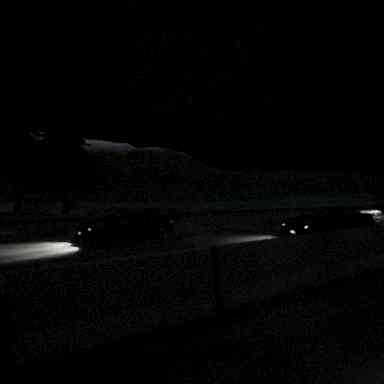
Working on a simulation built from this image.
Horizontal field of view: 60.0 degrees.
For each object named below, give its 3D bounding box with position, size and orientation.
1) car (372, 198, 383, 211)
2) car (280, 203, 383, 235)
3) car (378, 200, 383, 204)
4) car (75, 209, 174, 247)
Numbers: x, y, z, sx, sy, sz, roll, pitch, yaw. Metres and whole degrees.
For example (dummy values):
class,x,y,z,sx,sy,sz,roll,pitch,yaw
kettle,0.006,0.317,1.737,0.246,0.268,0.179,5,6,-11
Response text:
class,x,y,z,sx,sy,sz,roll,pitch,yaw
car,21.902,1.315,36.122,4.181,1.385,1.994,0,0,-25
car,6.925,1.436,16.673,5.357,1.411,2.033,0,0,-30
car,19.922,1.260,31.302,5.008,1.535,1.882,0,0,-25
car,-2.886,1.479,14.603,4.181,1.385,1.994,0,0,-33
